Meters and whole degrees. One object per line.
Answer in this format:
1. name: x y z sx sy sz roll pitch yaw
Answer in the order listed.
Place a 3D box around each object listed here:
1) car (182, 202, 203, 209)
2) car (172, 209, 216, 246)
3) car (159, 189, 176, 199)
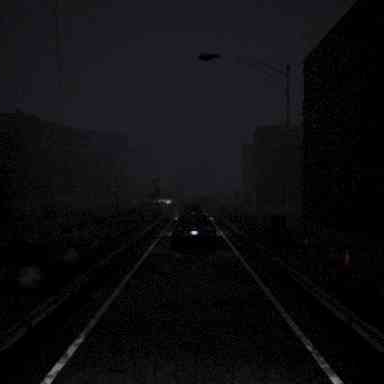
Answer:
1. car: 0.069 1.836 34.595 1.837 1.490 4.892 0 -1 -1
2. car: 0.098 1.719 16.117 1.994 1.385 4.181 0 -1 0
3. car: -4.849 0.380 67.055 2.150 2.045 5.566 0 1 14
